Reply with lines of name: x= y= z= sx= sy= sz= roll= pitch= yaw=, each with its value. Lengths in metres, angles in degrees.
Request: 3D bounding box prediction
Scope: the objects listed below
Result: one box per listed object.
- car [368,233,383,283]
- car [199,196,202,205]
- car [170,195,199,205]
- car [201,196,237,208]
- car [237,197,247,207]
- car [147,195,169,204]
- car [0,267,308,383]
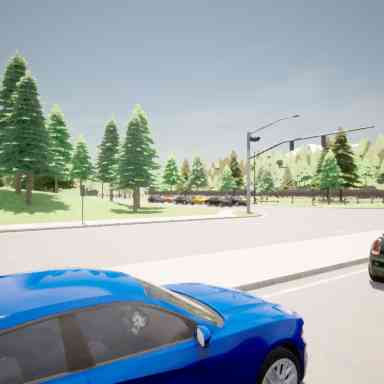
car: x=6.500 y=1.352 z=8.408 sx=4.553 sy=1.767 sz=2.097 roll=0 pitch=0 yaw=-35
car: x=1.162 y=1.478 z=60.137 sx=1.882 sy=1.535 sz=5.008 roll=0 pitch=0 yaw=-35
car: x=-1.361 y=1.505 z=57.624 sx=1.837 sy=1.490 sz=4.892 roll=0 pitch=0 yaw=-35
car: x=4.014 y=1.478 z=49.916 sx=1.882 sy=1.535 sz=5.008 roll=0 pitch=0 yaw=-35
car: x=6.634 y=1.478 z=52.280 sx=1.882 sy=1.535 sz=5.008 roll=0 pitch=0 yaw=-35
car: x=-7.183 y=1.503 z=66.045 sx=1.837 sy=1.490 sz=4.892 roll=0 pitch=0 yaw=-35
car: x=-0.996 y=1.478 z=3.037 sx=5.008 sy=1.535 sz=1.882 roll=0 pitch=0 yaw=-35
